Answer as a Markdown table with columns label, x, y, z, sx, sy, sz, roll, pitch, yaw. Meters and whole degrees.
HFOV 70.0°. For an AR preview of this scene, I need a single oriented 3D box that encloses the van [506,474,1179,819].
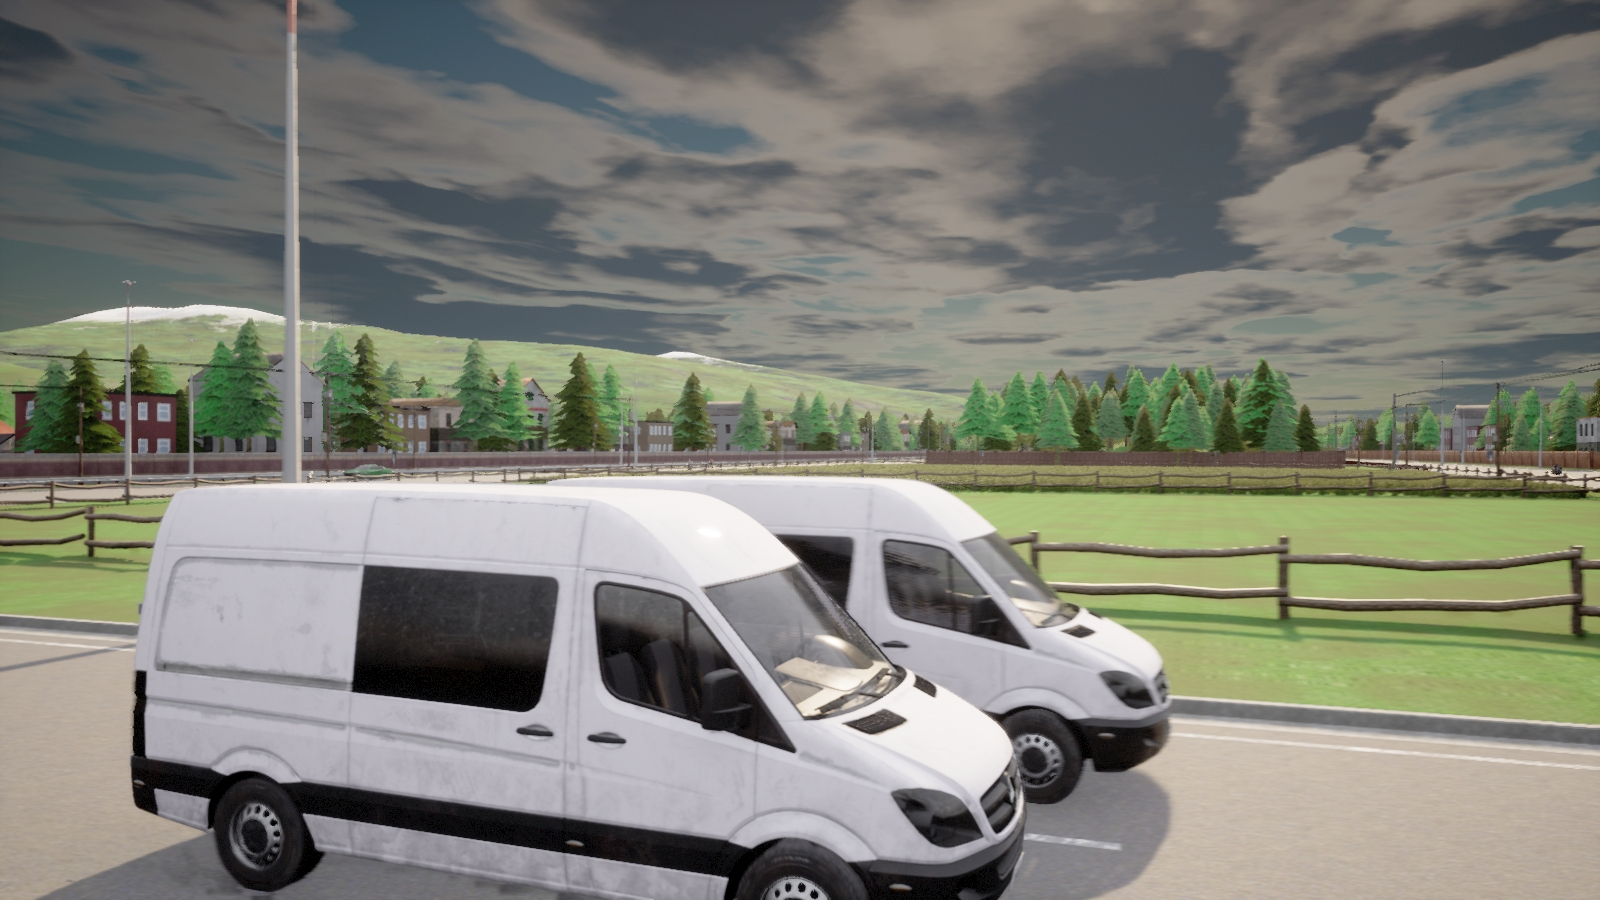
| label | x | y | z | sx | sy | sz | roll | pitch | yaw |
| --- | --- | --- | --- | --- | --- | --- | --- | --- | --- |
| van | 0.372 | 1.537 | 10.625 | 5.915 | 2.561 | 1.988 | 0 | 0 | 20 |

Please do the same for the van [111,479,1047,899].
| label | x | y | z | sx | sy | sz | roll | pitch | yaw |
| --- | --- | --- | --- | --- | --- | --- | --- | --- | --- |
| van | -1.500 | 1.535 | 7.582 | 5.915 | 2.561 | 1.988 | 0 | 0 | 20 |
